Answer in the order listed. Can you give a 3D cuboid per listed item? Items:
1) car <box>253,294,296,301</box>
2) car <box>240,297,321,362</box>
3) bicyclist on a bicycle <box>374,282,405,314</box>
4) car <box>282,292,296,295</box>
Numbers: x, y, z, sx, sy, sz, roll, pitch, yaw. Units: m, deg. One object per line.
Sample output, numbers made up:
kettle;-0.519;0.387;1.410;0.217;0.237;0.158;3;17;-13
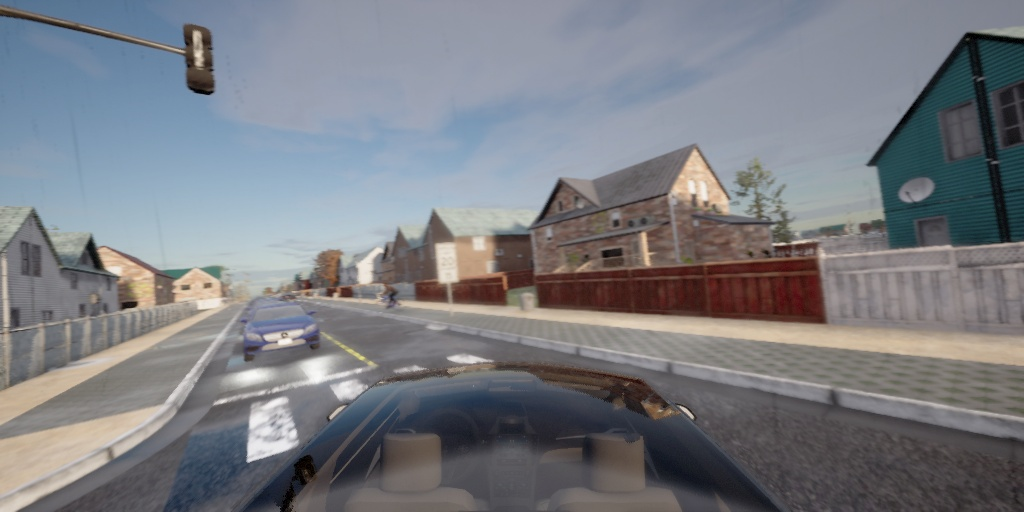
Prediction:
car;-12.745;2.981;18.937;1.812;1.442;4.674;-4;-2;-36
car;-7.462;2.238;11.543;1.812;1.442;4.674;-4;-2;-35
bicyclist on a bicycle;-6.485;2.183;18.985;1.656;1.620;0.582;-3;-3;-36
car;-31.201;5.812;49.808;1.837;1.490;4.892;-4;-3;-36
